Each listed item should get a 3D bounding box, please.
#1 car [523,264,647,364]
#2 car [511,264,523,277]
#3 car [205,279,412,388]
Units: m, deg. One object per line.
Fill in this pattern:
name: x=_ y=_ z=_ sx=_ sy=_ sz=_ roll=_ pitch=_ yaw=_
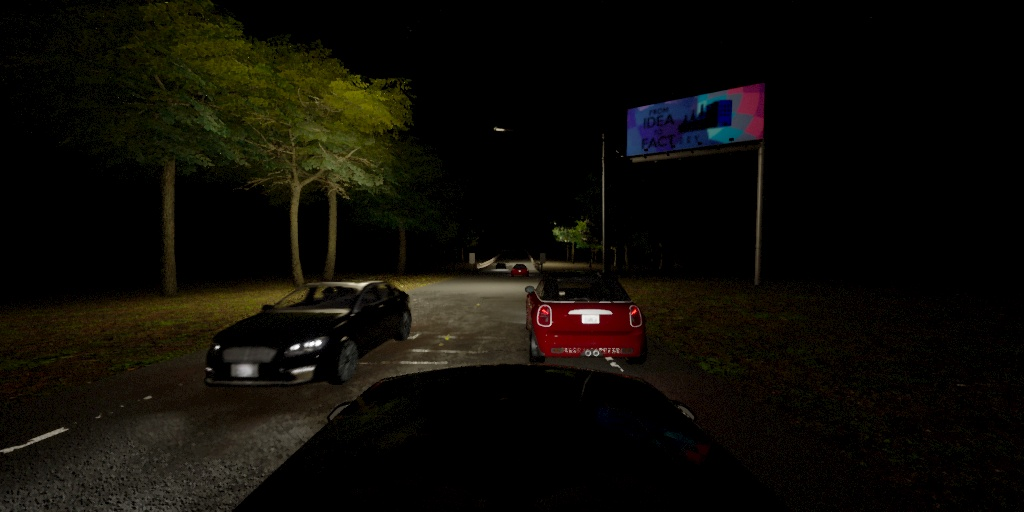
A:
car: x=1.394 y=1.113 z=8.282 sx=2.097 sy=1.767 sz=4.553 roll=0 pitch=0 yaw=1
car: x=0.923 y=1.670 z=41.305 sx=1.994 sy=1.385 sz=4.181 roll=0 pitch=-1 yaw=2
car: x=-3.456 y=1.249 z=7.153 sx=2.128 sy=1.511 sz=4.902 roll=0 pitch=0 yaw=1
